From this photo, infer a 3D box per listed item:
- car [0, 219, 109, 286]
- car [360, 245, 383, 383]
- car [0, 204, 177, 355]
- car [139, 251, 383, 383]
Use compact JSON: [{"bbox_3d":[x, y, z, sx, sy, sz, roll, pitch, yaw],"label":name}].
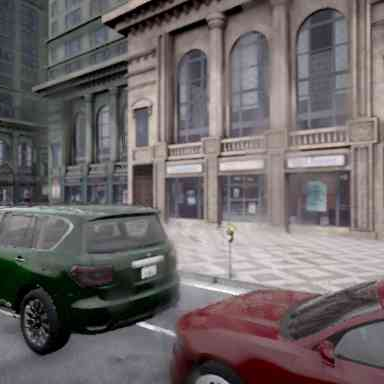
[{"bbox_3d":[-4.588,1.618,9.969,4.206,1.307,1.802,0,-1,36],"label":"car"},{"bbox_3d":[4.382,1.573,3.516,4.403,1.369,2.008,0,-1,36],"label":"car"},{"bbox_3d":[-2.795,1.248,6.372,5.566,2.045,2.150,0,0,36],"label":"car"},{"bbox_3d":[2.067,1.494,2.785,5.008,1.535,1.882,0,0,35],"label":"car"}]
